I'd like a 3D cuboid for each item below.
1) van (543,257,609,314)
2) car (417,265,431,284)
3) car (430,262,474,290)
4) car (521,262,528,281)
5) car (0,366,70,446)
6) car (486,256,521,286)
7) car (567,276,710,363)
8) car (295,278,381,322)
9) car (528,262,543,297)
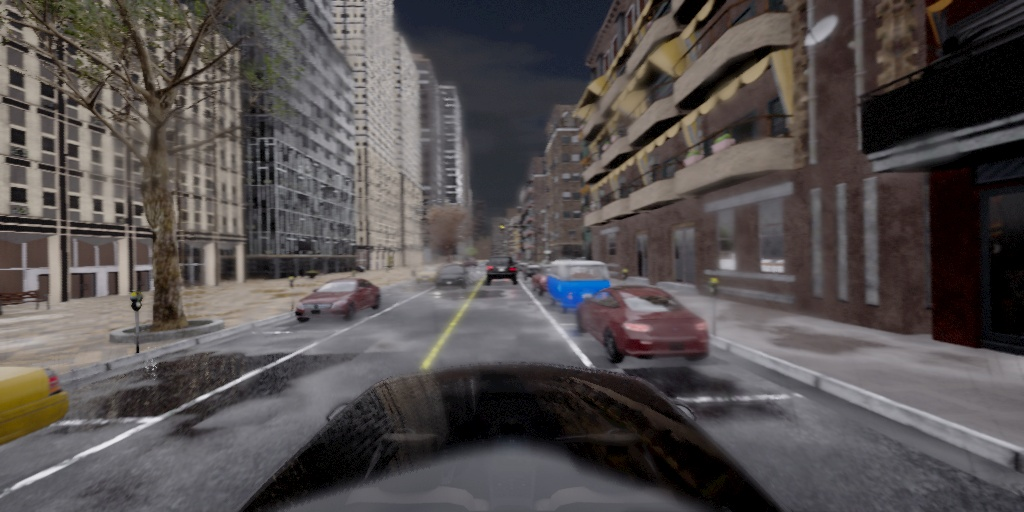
[{"bbox_3d":[2.350,1.047,13.274,1.690,1.789,3.998,0,0,-2],"label":"van"},{"bbox_3d":[-6.607,1.430,29.393,1.751,1.417,4.829,0,0,-2],"label":"car"},{"bbox_3d":[-3.798,1.348,23.568,1.837,1.490,4.892,-1,0,-2],"label":"car"},{"bbox_3d":[1.760,1.280,29.861,2.007,1.370,4.403,0,0,-2],"label":"car"},{"bbox_3d":[-5.623,1.394,1.748,1.751,1.417,4.829,0,0,-2],"label":"car"},{"bbox_3d":[-0.751,0.999,26.427,2.150,2.045,5.566,-1,0,-1],"label":"car"},{"bbox_3d":[2.547,1.281,7.745,1.802,1.307,4.207,0,0,-2],"label":"car"},{"bbox_3d":[-6.023,1.464,12.977,1.802,1.307,4.207,0,0,-2],"label":"car"},{"bbox_3d":[2.153,1.154,18.803,1.967,1.591,4.097,0,0,-2],"label":"car"}]
